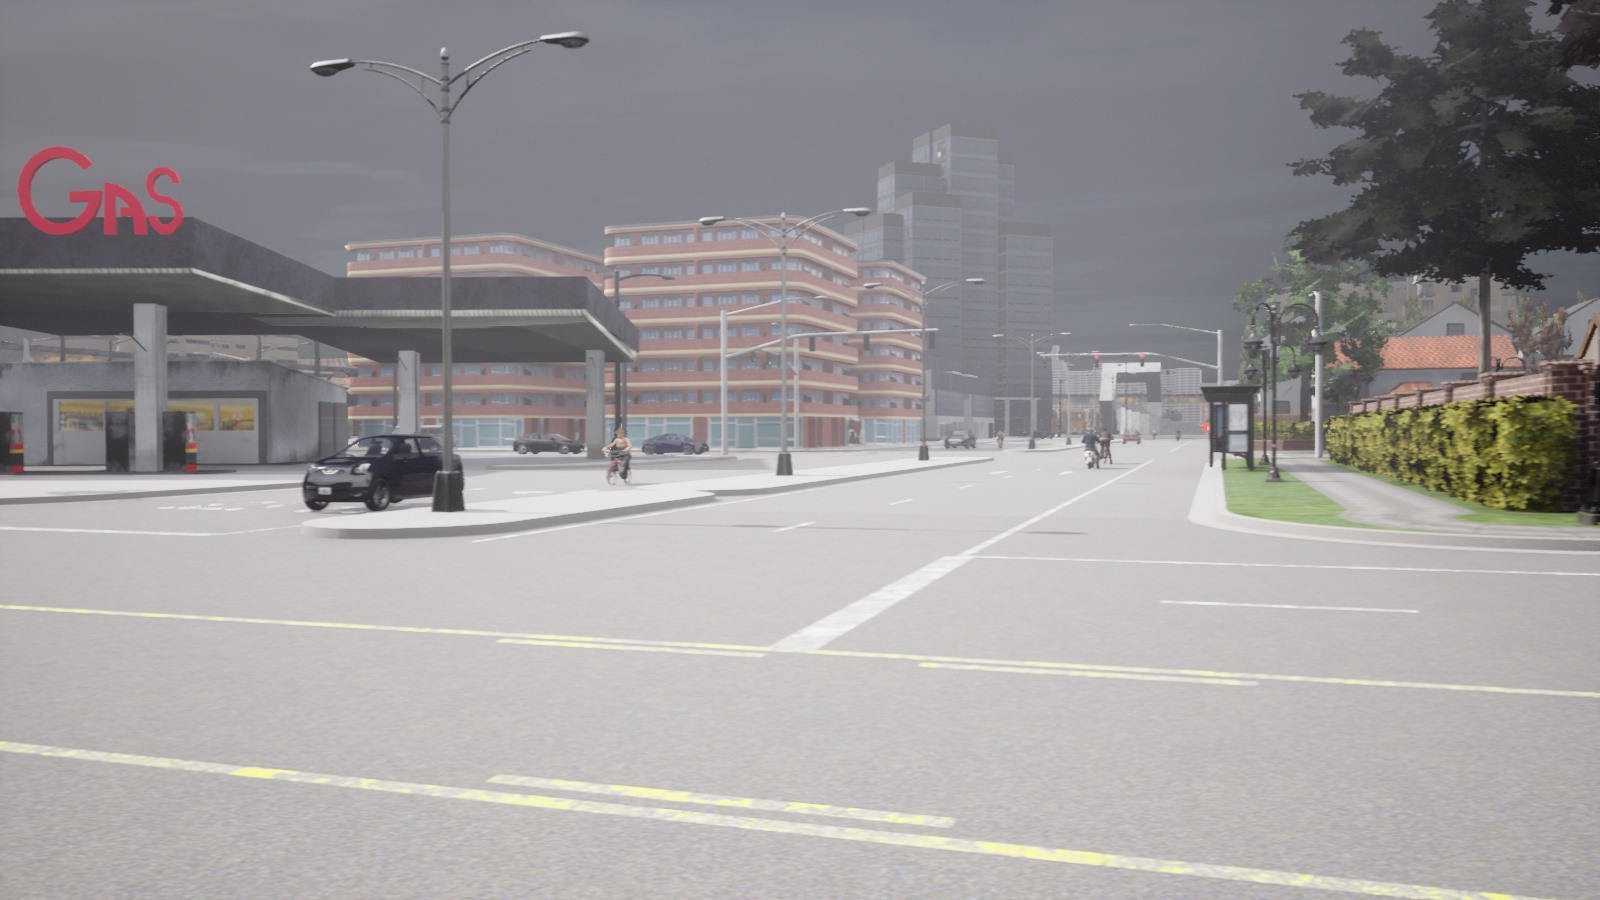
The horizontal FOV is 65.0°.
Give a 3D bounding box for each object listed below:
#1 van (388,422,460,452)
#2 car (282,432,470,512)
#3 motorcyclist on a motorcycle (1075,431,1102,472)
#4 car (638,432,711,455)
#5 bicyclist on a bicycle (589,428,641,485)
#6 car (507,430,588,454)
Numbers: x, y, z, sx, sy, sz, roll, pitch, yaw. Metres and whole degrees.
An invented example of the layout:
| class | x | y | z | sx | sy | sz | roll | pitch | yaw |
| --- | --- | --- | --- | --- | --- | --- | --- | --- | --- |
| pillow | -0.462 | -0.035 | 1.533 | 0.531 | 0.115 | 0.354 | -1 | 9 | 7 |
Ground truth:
| class | x | y | z | sx | sy | sz | roll | pitch | yaw |
| --- | --- | --- | --- | --- | --- | --- | --- | --- | --- |
| van | -25.369 | -0.874 | 84.784 | 4.442 | 1.987 | 1.775 | 1 | 1 | 17 |
| car | -8.611 | 0.395 | 25.817 | 1.845 | 1.501 | 3.633 | 1 | 1 | 18 |
| motorcyclist on a motorcycle | 11.400 | 0.029 | 49.555 | 0.866 | 1.590 | 1.817 | 1 | 1 | 18 |
| car | -7.922 | -0.409 | 79.264 | 4.181 | 1.385 | 1.994 | 0 | 1 | 16 |
| bicyclist on a bicycle | -5.271 | 0.169 | 35.880 | 0.866 | 1.612 | 1.509 | 1 | 1 | 18 |
| car | -16.479 | -0.549 | 81.992 | 4.792 | 1.488 | 2.163 | 1 | 1 | 17 |
